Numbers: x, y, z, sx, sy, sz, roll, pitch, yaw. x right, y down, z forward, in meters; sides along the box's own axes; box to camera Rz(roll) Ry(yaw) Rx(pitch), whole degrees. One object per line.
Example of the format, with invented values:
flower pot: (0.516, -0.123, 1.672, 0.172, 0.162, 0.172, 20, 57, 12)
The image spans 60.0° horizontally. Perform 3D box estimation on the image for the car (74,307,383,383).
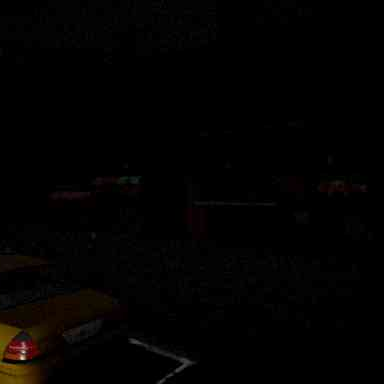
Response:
car: (1.565, 1.568, 1.704, 4.313, 1.339, 1.947, 0, 0, 36)

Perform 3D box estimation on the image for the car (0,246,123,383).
car: (-3.082, 1.501, 5.024, 4.829, 1.417, 1.752, 0, 0, 36)
